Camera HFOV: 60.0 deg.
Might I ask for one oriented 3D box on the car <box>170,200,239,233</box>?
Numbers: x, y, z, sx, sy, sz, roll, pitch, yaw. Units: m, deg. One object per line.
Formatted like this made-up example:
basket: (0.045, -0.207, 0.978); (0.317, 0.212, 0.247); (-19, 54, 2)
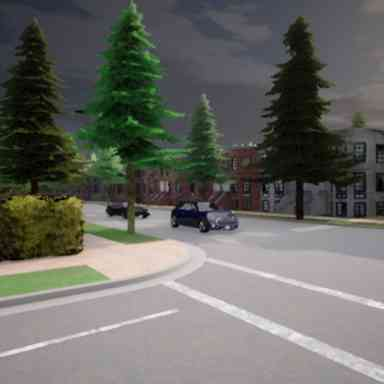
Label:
car: (0.624, 1.271, 19.216); (2.097, 1.767, 4.553); (0, 0, -34)

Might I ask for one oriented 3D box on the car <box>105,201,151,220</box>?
car: (-5.445, 1.467, 27.611); (2.033, 1.411, 5.357); (0, 0, -36)
